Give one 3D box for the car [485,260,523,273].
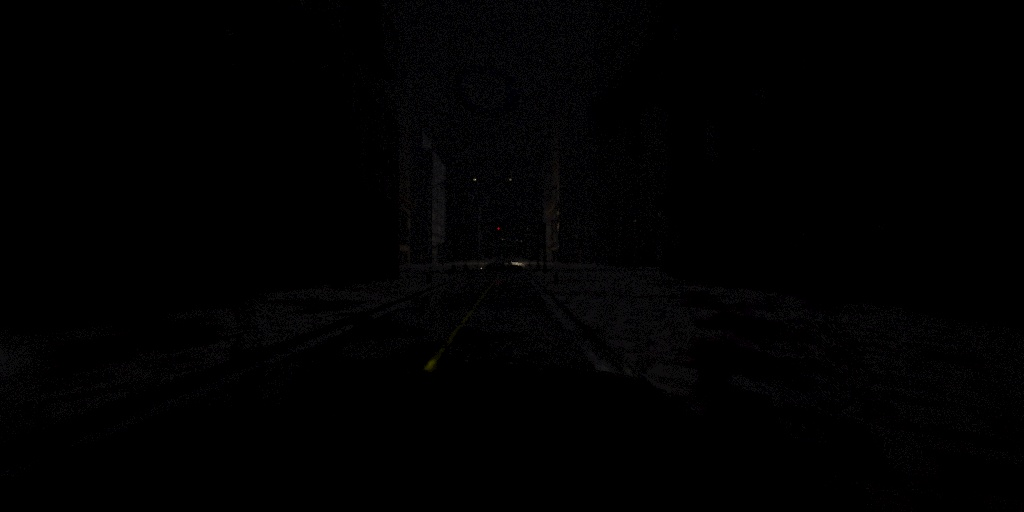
[{"bbox_3d":[-1.020,1.421,46.281,4.902,1.511,2.128,0,0,0],"label":"car"}]
